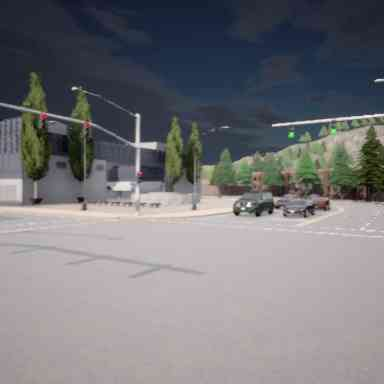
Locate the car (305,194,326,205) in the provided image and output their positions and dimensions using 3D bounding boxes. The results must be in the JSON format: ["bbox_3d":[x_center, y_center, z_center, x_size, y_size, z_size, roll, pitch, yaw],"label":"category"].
[{"bbox_3d":[18.689,1.131,50.529,1.837,1.490,4.892,1,0,8],"label":"car"}]

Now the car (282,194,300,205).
[{"bbox_3d":[15.412,1.066,52.093,1.882,1.535,5.008,0,1,6],"label":"car"}]

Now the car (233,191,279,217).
[{"bbox_3d":[5.489,0.972,28.868,2.150,2.045,5.566,1,1,31],"label":"car"}]

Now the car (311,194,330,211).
[{"bbox_3d":[13.783,1.212,35.993,1.882,1.535,5.008,1,1,28],"label":"car"}]

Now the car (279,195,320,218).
[{"bbox_3d":[9.123,1.286,28.077,1.837,1.490,4.892,1,1,32],"label":"car"}]

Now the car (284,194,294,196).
[{"bbox_3d":[10.876,1.246,37.759,2.033,1.411,5.357,1,1,28],"label":"car"}]
